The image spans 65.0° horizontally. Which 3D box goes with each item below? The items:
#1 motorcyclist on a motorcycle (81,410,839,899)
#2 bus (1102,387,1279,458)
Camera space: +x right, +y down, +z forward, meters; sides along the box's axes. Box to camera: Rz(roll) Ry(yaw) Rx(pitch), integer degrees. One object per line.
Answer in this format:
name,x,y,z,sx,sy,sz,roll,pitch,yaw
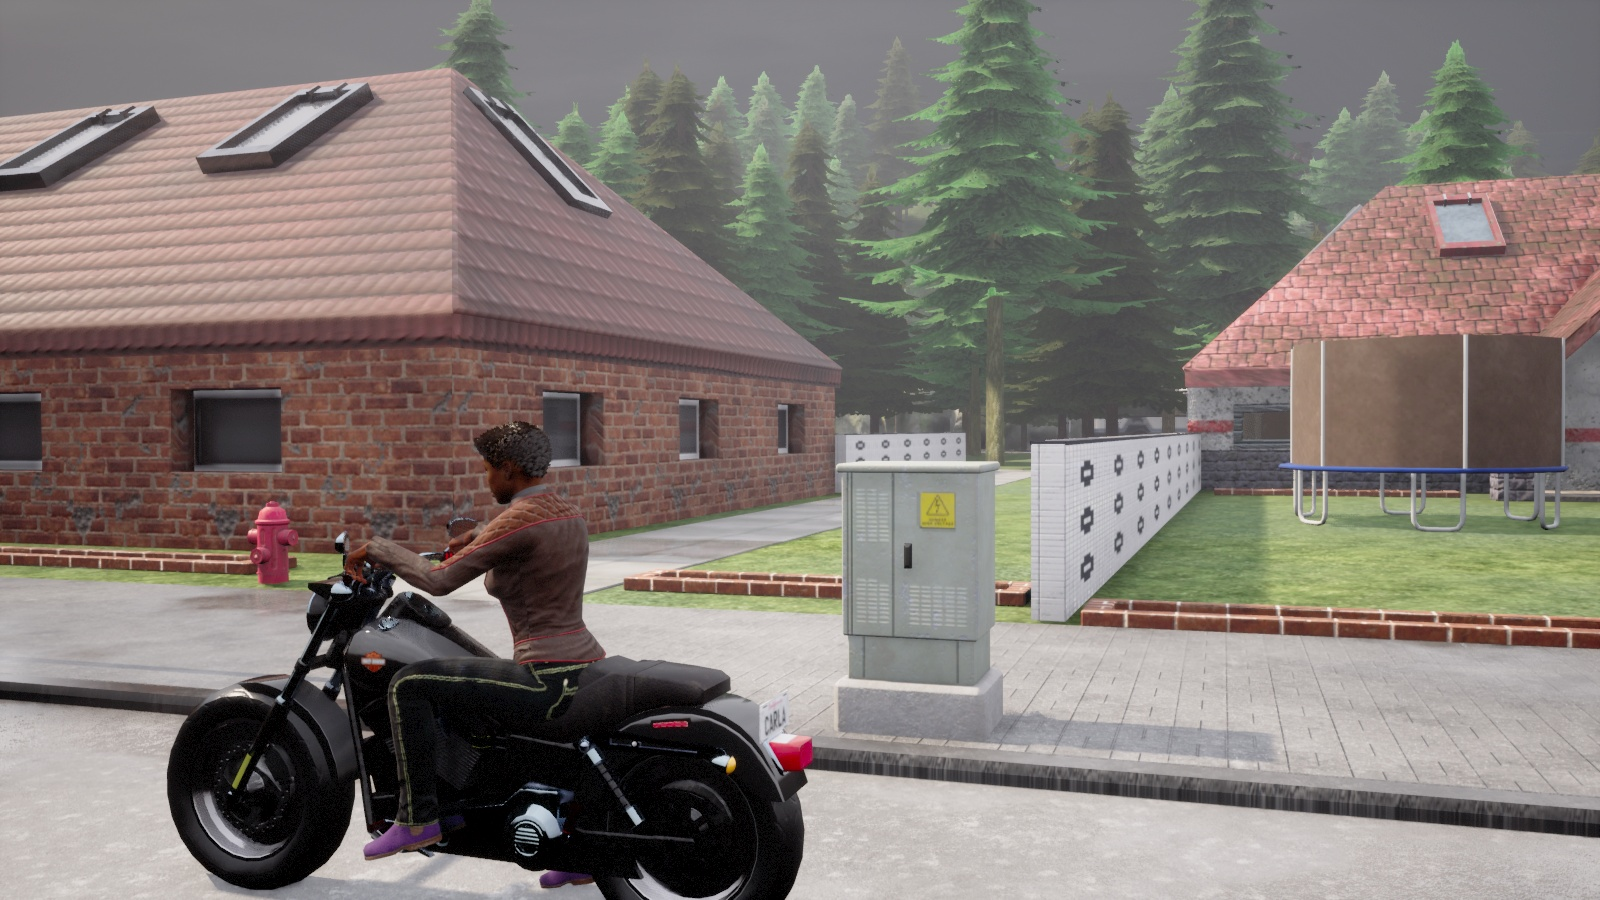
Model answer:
motorcyclist on a motorcycle,-1.109,0.707,4.093,2.350,1.649,0.766,0,1,19
bus,24.194,-1.709,78.033,10.273,4.253,3.944,1,1,19
